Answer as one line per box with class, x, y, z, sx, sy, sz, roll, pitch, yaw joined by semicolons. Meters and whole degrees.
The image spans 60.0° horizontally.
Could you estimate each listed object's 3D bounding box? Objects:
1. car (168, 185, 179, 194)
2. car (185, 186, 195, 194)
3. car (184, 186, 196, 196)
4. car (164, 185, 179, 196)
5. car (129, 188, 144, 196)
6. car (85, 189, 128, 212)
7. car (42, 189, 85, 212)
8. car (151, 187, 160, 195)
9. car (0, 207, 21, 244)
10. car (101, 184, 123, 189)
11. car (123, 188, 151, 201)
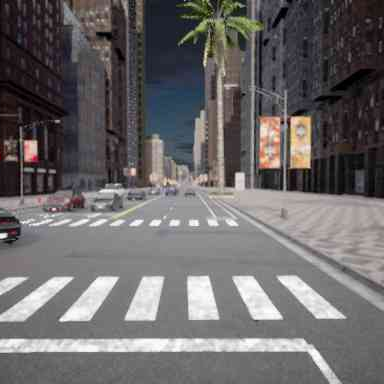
car;-3.628;-0.494;66.473;2.097;1.767;4.553;0;2;0
car;-0.378;-0.370;66.525;1.882;1.535;5.008;0;2;0
car;-0.319;-0.026;56.108;2.033;1.411;5.357;0;2;0
car;-3.571;-0.060;56.505;1.812;1.442;4.674;0;2;0
car;-10.095;-0.076;60.612;1.895;1.301;4.718;0;2;0
car;-6.744;0.757;26.759;1.812;1.442;4.674;0;1;0
car;-9.993;0.597;26.296;2.097;1.767;4.553;0;2;0
car;-6.845;-0.193;60.653;2.128;1.511;4.902;0;2;0
car;-8.304;1.151;12.110;4.892;1.490;1.837;1;-1;30
car;-10.063;0.015;42.051;2.150;2.045;5.566;0;3;1
car;-6.826;0.365;41.531;2.033;1.411;5.357;0;2;0
